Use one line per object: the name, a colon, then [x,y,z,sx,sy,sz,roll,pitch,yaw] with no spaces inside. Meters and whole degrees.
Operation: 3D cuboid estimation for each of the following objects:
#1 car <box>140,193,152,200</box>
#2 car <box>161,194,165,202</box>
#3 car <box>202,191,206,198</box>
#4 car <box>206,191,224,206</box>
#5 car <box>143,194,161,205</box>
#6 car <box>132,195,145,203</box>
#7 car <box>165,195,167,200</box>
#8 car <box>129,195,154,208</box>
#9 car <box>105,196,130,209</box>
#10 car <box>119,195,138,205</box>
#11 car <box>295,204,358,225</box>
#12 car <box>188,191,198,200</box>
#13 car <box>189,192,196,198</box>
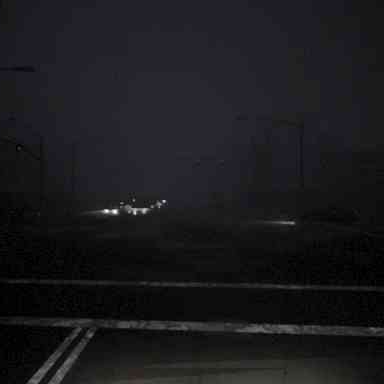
car: [-10.316,1.060,75.141,2.033,1.411,5.357,0,1,0]
car: [-6.842,1.307,64.798,1.895,1.301,4.718,0,1,0]
car: [3.716,0.628,88.090,2.097,1.767,4.553,0,1,0]
car: [3.721,1.098,51.830,2.150,2.045,5.566,0,1,0]
car: [-6.869,1.388,55.220,2.033,1.411,5.357,0,1,0]
car: [-10.343,1.275,64.522,1.994,1.385,4.181,0,1,0]
car: [-6.816,1.115,75.147,1.895,1.301,4.718,0,1,0]
car: [-6.914,1.500,45.990,1.994,1.385,4.181,0,1,1]
car: [-10.416,1.437,45.376,2.128,1.511,4.902,0,1,1]
car: [-10.370,1.339,54.793,2.128,1.511,4.902,0,1,0]
car: [9.664,1.584,24.071,4.181,1.385,1.994,0,0,9]
car: [0.188,0.718,76.554,2.150,2.045,5.566,0,1,0]
car: [0.214,0.814,87.230,1.812,1.442,4.674,0,1,0]
